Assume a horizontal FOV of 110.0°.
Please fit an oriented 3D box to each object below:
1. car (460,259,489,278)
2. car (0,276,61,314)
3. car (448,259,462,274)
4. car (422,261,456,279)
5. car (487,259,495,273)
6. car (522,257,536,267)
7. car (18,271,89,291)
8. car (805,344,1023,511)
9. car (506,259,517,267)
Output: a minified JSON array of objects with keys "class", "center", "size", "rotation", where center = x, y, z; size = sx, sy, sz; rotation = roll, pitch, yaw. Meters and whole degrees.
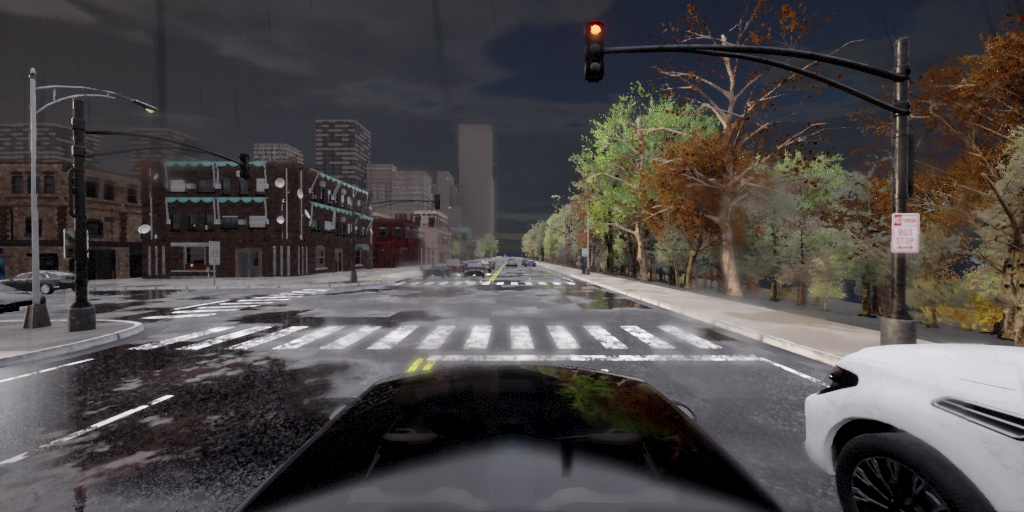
[{"class":"car","center":[-3.446,1.287,33.865],"size":[2.033,1.411,5.357],"rotation":[0,0,-4]},{"class":"car","center":[-19.973,1.564,13.123],"size":[4.313,1.339,1.948],"rotation":[0,0,0]},{"class":"car","center":[-6.681,1.087,41.560],"size":[2.097,1.767,4.553],"rotation":[0,0,0]},{"class":"car","center":[-6.678,1.341,32.475],"size":[1.895,1.301,4.718],"rotation":[0,0,0]},{"class":"car","center":[-3.434,1.260,43.328],"size":[1.812,1.442,4.674],"rotation":[0,0,0]},{"class":"car","center":[3.204,1.251,64.077],"size":[1.812,1.442,4.674],"rotation":[0,0,0]},{"class":"car","center":[-28.326,1.559,21.616],"size":[4.403,1.370,2.007],"rotation":[0,0,0]},{"class":"car","center":[3.356,0.972,0.374],"size":[2.150,2.045,5.566],"rotation":[0,0,0]},{"class":"car","center":[-0.054,1.289,64.107],"size":[1.994,1.385,4.181],"rotation":[0,0,0]}]
